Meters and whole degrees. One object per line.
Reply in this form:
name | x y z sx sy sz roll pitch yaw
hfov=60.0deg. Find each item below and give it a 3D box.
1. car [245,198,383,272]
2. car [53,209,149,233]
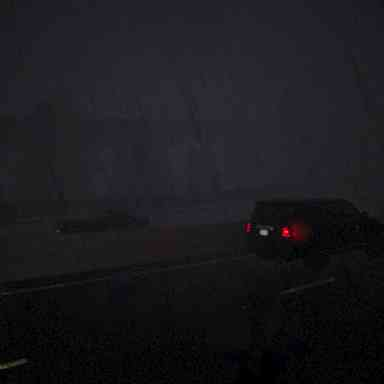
car | 4.236 1.203 11.070 5.566 2.045 2.150 -1 1 -36
car | -4.791 1.618 17.721 4.718 1.301 1.895 0 0 -35
